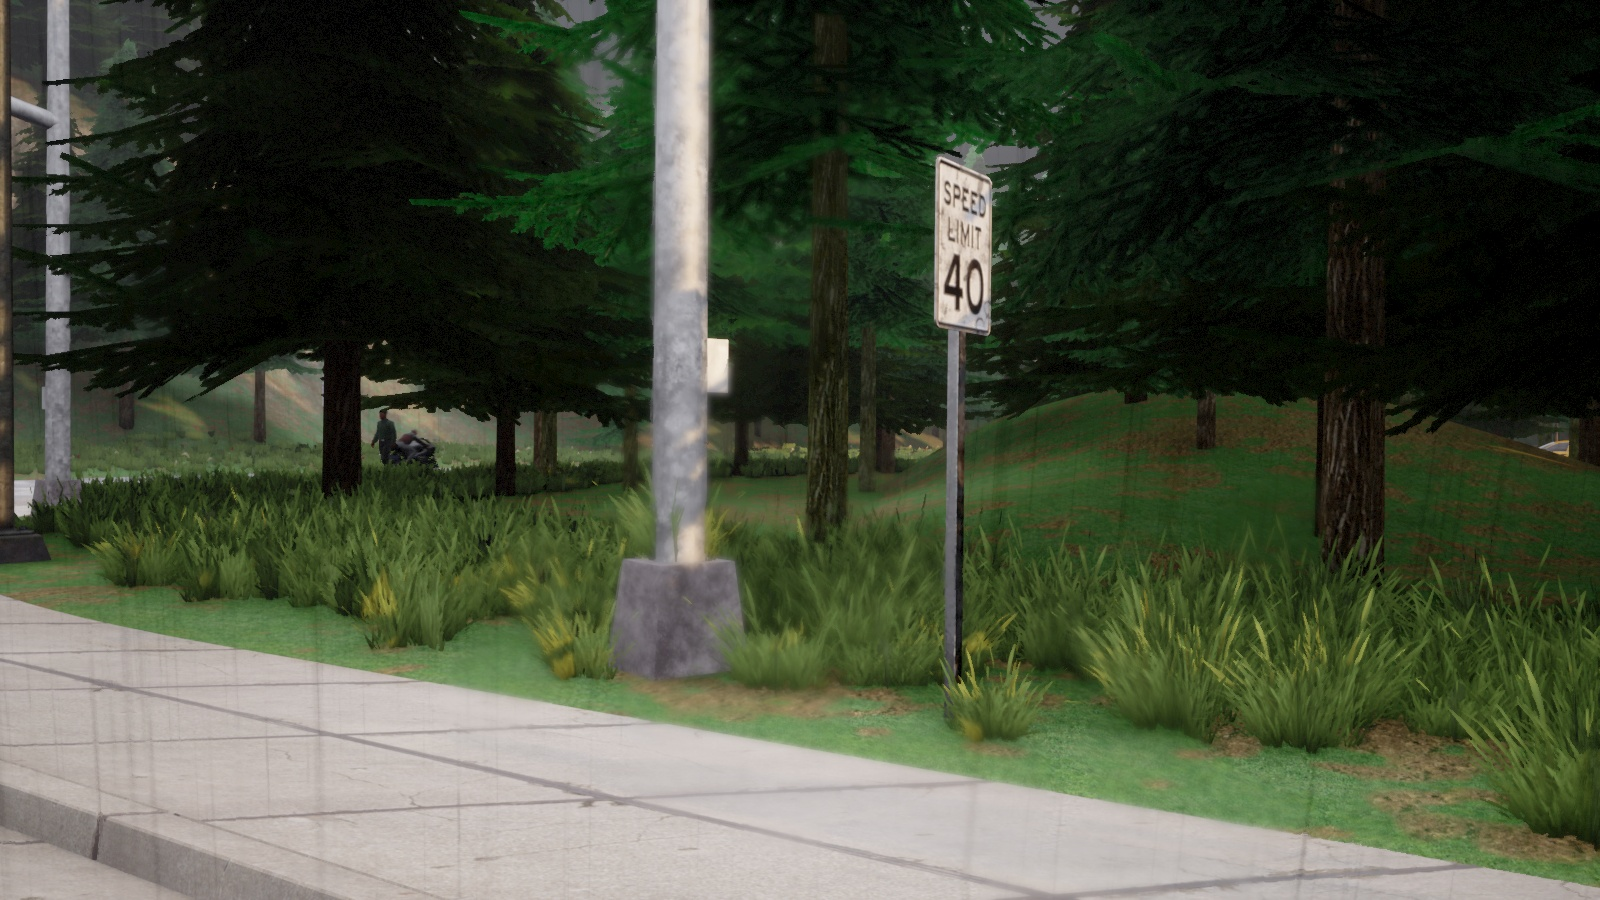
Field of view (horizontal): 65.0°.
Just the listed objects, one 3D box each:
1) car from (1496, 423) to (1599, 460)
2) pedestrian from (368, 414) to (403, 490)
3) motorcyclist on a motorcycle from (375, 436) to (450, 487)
[{"bbox_3d":[33.110,-0.368,54.063,5.366,1.575,1.801,0,1,33],"label":"car"},{"bbox_3d":[-10.772,0.042,32.629,0.423,1.949,0.788,0,1,25],"label":"pedestrian"},{"bbox_3d":[-11.983,0.339,38.916,0.866,1.530,2.191,0,1,30],"label":"motorcyclist on a motorcycle"}]
